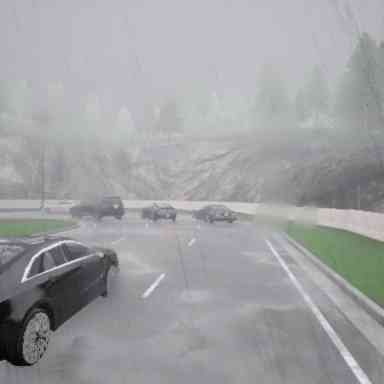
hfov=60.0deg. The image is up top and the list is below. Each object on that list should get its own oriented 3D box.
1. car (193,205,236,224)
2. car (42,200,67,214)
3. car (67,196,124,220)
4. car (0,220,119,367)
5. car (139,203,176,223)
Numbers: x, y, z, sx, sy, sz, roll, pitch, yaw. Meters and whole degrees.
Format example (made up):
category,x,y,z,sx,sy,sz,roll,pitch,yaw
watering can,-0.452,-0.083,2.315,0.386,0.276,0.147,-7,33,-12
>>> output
category,x,y,z,sx,sy,sz,roll,pitch,yaw
car,1.657,1.690,26.131,2.033,1.411,5.357,0,0,-18
car,-14.371,1.679,37.365,4.674,1.442,1.812,0,-1,1
car,-8.115,1.347,28.607,5.566,2.045,2.150,0,-1,43
car,-2.784,1.514,5.851,2.128,1.511,4.902,0,0,6
car,-2.889,1.627,27.409,2.128,1.511,4.902,1,-1,-26
